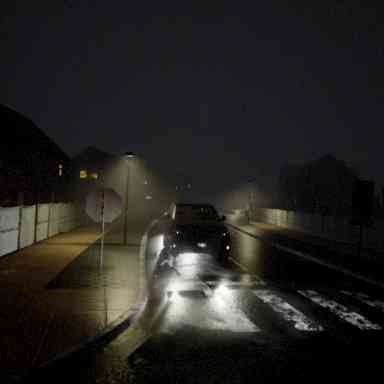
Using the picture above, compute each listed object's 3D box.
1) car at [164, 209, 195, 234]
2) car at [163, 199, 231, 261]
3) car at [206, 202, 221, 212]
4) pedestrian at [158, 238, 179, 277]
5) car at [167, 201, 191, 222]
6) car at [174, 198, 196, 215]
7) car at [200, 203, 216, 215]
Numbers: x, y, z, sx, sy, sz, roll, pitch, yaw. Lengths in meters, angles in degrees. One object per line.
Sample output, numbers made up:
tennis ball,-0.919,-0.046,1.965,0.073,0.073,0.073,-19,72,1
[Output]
car,-0.949,1.984,23.400,1.895,1.301,4.718,3,-1,-3
car,0.014,1.443,13.727,2.150,2.045,5.566,3,-1,-7
car,3.960,2.695,60.486,2.033,1.411,5.357,3,-1,9
pedestrian,-0.623,1.385,9.155,0.375,1.860,0.375,2,-1,-9
car,-1.257,1.912,33.716,2.097,1.767,4.553,3,-1,1
car,-0.808,1.967,45.619,2.150,2.045,5.566,3,0,7
car,2.478,2.510,50.024,2.033,1.411,5.357,3,-1,6
